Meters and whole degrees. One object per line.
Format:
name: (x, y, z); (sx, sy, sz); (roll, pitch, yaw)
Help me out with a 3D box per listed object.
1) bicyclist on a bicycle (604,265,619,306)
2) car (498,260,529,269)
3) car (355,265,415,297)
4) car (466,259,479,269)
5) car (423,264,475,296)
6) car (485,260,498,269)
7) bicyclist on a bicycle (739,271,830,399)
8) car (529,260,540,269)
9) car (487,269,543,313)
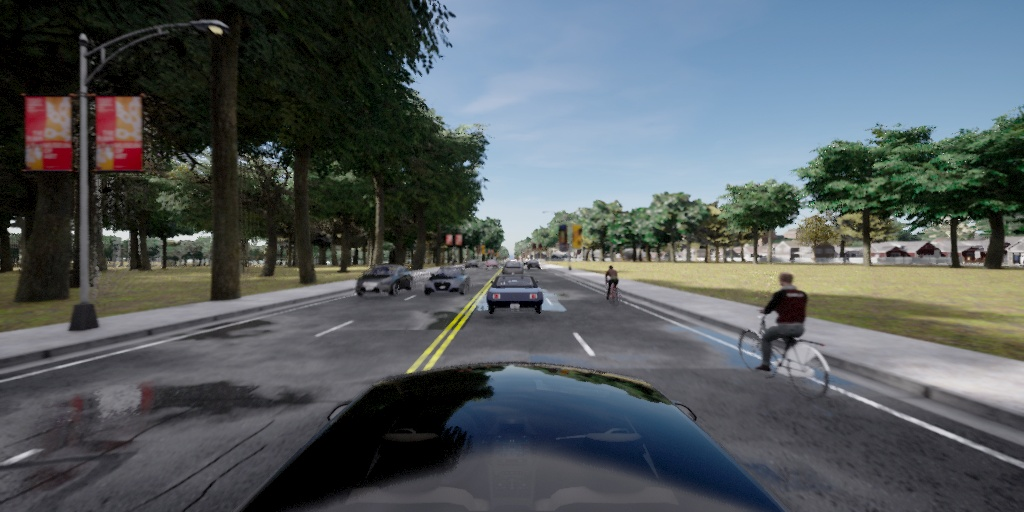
bicyclist on a bicycle: (4.139, 1.203, 14.869); (0.582, 1.620, 1.656); (0, 0, 0)
car: (0.093, 1.247, 31.918); (2.128, 1.511, 4.902); (0, 0, 0)
car: (-6.604, 1.242, 19.083); (2.128, 1.511, 4.902); (0, 0, 0)
car: (-6.564, 1.273, 59.452); (1.882, 1.535, 5.008); (0, 0, 0)
car: (-3.353, 1.315, 19.241); (1.994, 1.385, 4.181); (0, 0, 0)
car: (-3.320, 1.321, 59.491); (1.812, 1.442, 4.674); (0, 0, 0)
bicyclist on a bicycle: (4.141, 1.120, 5.625); (0.659, 1.776, 1.843); (0, 0, 0)
car: (3.335, 1.314, 56.417); (1.812, 1.442, 4.674); (0, 0, 0)
car: (0.097, 1.350, 13.960); (1.895, 1.301, 4.718); (0, 0, 0)
